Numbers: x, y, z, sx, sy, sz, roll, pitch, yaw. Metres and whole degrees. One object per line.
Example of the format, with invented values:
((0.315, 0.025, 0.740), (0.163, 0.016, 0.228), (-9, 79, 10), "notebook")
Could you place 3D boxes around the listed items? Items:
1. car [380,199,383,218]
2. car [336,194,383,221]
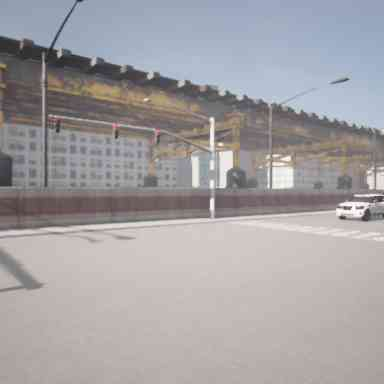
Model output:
((15.953, 1.445, 23.954), (5.008, 1.535, 1.882), (0, 0, -35), "car")
((14.019, 1.189, 26.874), (5.566, 2.045, 2.150), (0, 0, -36), "car")
